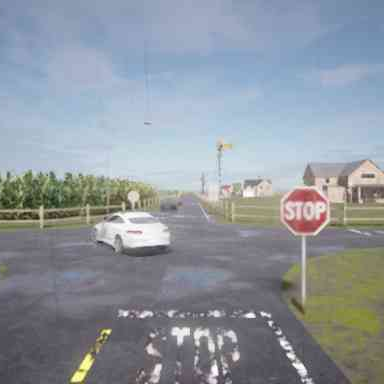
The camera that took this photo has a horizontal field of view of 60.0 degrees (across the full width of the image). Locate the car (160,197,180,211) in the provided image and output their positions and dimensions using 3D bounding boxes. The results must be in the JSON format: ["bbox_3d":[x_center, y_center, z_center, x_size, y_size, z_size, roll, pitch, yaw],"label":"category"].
[{"bbox_3d":[-2.833,1.500,40.887,1.882,1.535,5.008,0,0,0],"label":"car"}]

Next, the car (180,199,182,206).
[{"bbox_3d":[-2.791,1.568,57.715,1.812,1.442,4.674,0,0,1],"label":"car"}]

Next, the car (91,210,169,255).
[{"bbox_3d":[-2.562,1.528,13.433,1.812,1.442,4.674,1,0,-33],"label":"car"}]
